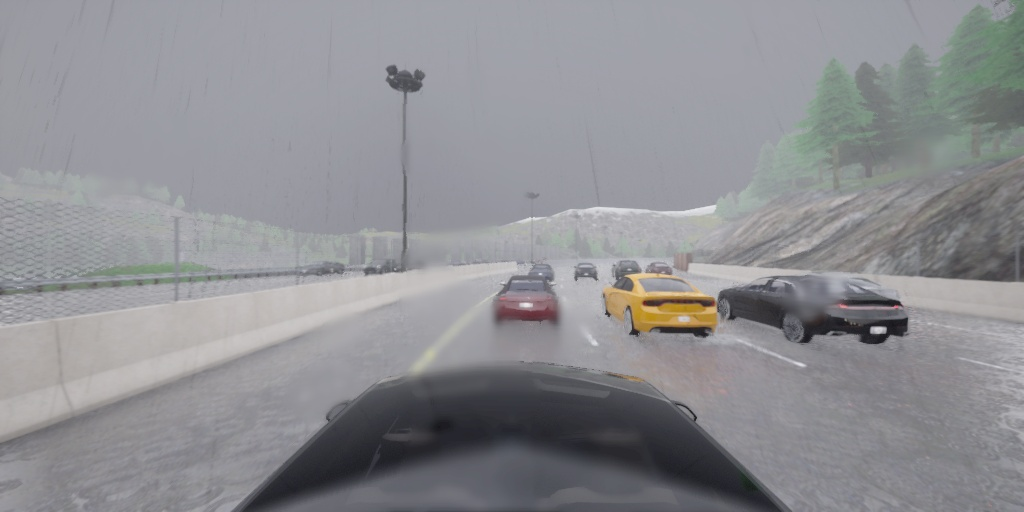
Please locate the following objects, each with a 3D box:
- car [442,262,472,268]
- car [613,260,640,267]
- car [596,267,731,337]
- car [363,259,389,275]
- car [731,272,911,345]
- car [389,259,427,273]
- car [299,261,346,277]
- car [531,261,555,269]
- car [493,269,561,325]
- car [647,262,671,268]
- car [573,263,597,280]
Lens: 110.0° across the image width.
[{"bbox_3d":[-6.342,1.301,39.860,1.994,1.385,4.181,0,0,13],"label":"car"},{"bbox_3d":[10.006,1.128,31.480,2.097,1.767,4.553,0,0,10],"label":"car"},{"bbox_3d":[3.932,1.238,10.400,1.882,1.535,5.008,0,0,3],"label":"car"},{"bbox_3d":[-13.824,1.072,38.194,2.097,1.767,4.553,0,0,11],"label":"car"},{"bbox_3d":[7.389,1.260,9.544,2.128,1.511,4.902,0,0,3],"label":"car"},{"bbox_3d":[-10.445,1.233,37.278,1.837,1.490,4.892,0,0,11],"label":"car"},{"bbox_3d":[-18.095,1.201,34.422,2.128,1.511,4.902,0,0,10],"label":"car"},{"bbox_3d":[2.444,1.322,28.820,1.994,1.385,4.181,0,0,9],"label":"car"},{"bbox_3d":[0.526,1.316,11.843,1.994,1.385,4.181,0,0,4],"label":"car"},{"bbox_3d":[14.227,1.313,34.796,1.812,1.442,4.674,0,0,12],"label":"car"},{"bbox_3d":[6.379,1.293,31.118,1.812,1.442,4.674,0,0,10],"label":"car"}]
